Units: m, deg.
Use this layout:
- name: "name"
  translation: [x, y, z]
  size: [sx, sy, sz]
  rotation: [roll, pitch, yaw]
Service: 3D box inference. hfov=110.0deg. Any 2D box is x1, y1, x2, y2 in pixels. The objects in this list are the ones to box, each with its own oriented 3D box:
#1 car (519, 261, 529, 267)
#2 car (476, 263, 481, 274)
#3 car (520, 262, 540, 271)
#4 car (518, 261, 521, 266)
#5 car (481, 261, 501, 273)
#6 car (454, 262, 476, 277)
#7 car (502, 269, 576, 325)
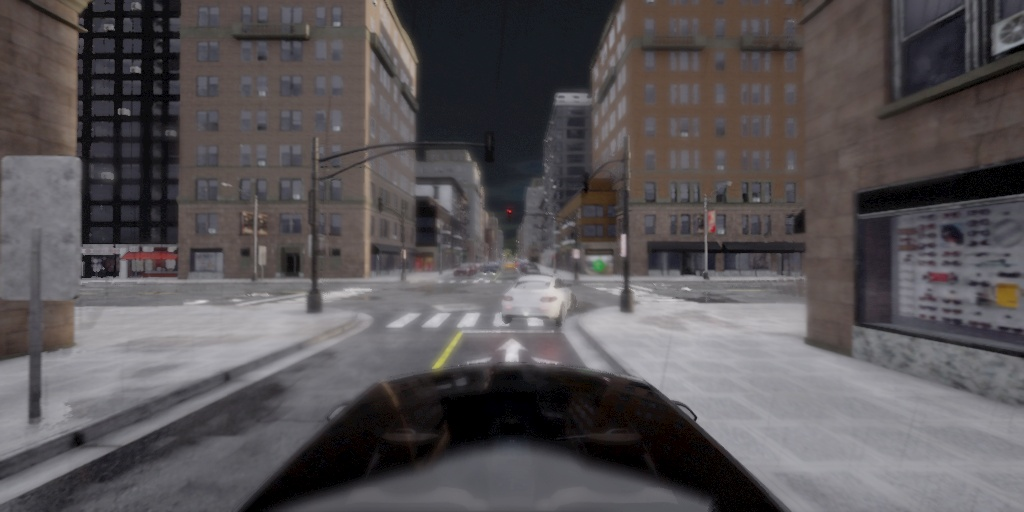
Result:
- name: "car"
  translation: [2.333, 1.831, 53.386]
  size: [1.802, 1.307, 4.207]
  rotation: [0, 0, 0]
- name: "car"
  translation: [-5.697, 1.633, 47.882]
  size: [1.967, 1.591, 4.097]
  rotation: [0, 0, 0]
- name: "car"
  translation: [2.323, 1.702, 42.364]
  size: [1.948, 1.339, 4.313]
  rotation: [0, 0, 0]
- name: "car"
  translation: [2.337, 1.873, 58.896]
  size: [1.948, 1.339, 4.313]
  rotation: [0, 0, 0]
- name: "car"
  translation: [-3.126, 1.785, 52.278]
  size: [2.033, 1.411, 5.357]
  rotation: [0, -1, 0]
- name: "car"
  translation: [-5.702, 1.577, 42.371]
  size: [1.967, 1.591, 4.097]
  rotation: [0, 0, 0]
- name: "car"
  translation: [0.990, 1.358, 12.197]
  size: [1.812, 1.442, 4.674]
  rotation: [0, 0, 15]
